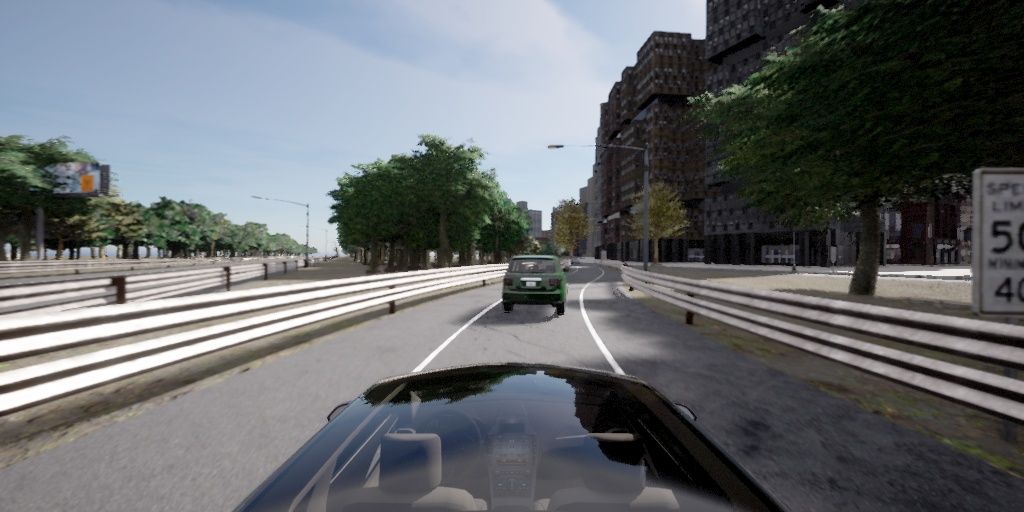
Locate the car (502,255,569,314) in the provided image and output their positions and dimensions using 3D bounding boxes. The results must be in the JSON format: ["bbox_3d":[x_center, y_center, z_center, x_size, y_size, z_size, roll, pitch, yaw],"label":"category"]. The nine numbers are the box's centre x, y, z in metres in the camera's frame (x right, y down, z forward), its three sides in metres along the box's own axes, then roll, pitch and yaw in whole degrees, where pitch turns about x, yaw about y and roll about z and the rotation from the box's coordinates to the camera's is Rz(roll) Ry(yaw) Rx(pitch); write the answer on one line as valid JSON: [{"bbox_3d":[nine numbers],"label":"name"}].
[{"bbox_3d":[1.031,0.995,14.083,2.150,2.045,5.566,0,0,9],"label":"car"}]
